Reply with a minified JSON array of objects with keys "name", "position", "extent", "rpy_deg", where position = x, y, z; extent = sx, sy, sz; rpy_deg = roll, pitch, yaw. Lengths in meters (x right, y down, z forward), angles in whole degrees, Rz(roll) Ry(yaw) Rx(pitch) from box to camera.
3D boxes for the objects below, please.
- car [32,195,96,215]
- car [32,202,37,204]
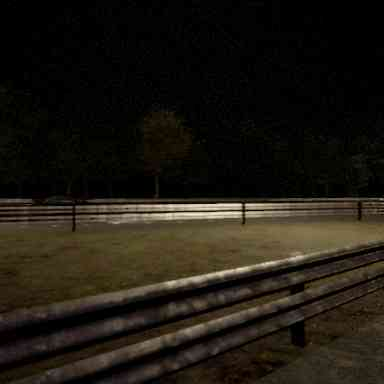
[{"name":"car","position":[-10.871,1.052,28.419],"extent":[4.902,1.511,2.128],"rpy_deg":[0,0,-23]},{"name":"car","position":[-9.506,1.046,25.196],"extent":[4.902,1.511,2.128],"rpy_deg":[0,0,-23]}]
